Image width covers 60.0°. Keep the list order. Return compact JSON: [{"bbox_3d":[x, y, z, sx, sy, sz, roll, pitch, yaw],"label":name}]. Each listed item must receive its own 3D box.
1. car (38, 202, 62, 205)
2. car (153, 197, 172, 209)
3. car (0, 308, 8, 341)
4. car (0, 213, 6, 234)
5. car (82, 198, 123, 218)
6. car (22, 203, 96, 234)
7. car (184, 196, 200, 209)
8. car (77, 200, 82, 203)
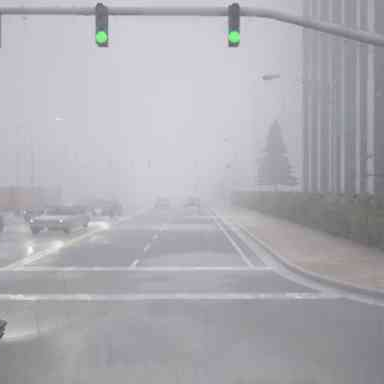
[{"bbox_3d":[-10.591,1.435,24.659,1.895,1.301,4.718,0,0,0],"label":"car"},{"bbox_3d":[-3.497,1.257,39.779,2.033,1.411,5.357,0,0,0],"label":"car"},{"bbox_3d":[-3.399,1.532,1.989,2.033,1.411,5.357,0,0,0],"label":"car"},{"bbox_3d":[-10.599,1.432,15.557,1.812,1.442,4.674,0,0,0],"label":"car"},{"bbox_3d":[-7.084,1.299,27.694,2.128,1.511,4.902,0,0,0],"label":"car"},{"bbox_3d":[-7.098,1.482,18.366,1.895,1.301,4.718,0,0,0],"label":"car"},{"bbox_3d":[0.008,1.247,40.771,2.033,1.411,5.357,0,0,0],"label":"car"},{"bbox_3d":[-10.547,1.303,34.570,2.033,1.411,5.357,0,0,1],"label":"car"}]
